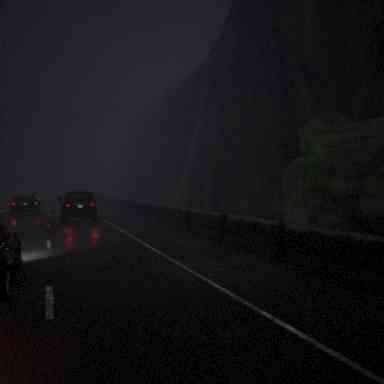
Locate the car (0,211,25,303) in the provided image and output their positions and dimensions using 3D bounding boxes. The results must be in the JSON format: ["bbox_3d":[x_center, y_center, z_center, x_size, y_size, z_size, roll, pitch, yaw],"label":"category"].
[{"bbox_3d":[-5.051,1.436,7.558,1.837,1.490,4.892,-1,1,-23],"label":"car"}]

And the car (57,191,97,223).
[{"bbox_3d":[-7.825,0.912,22.723,2.150,2.045,5.566,-1,1,-23],"label":"car"}]

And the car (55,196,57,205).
[{"bbox_3d":[-14.840,0.822,38.936,1.882,1.535,5.008,-1,2,-23],"label":"car"}]

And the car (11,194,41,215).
[{"bbox_3d":[-14.050,0.946,28.311,2.097,1.767,4.553,-1,1,-23],"label":"car"}]
